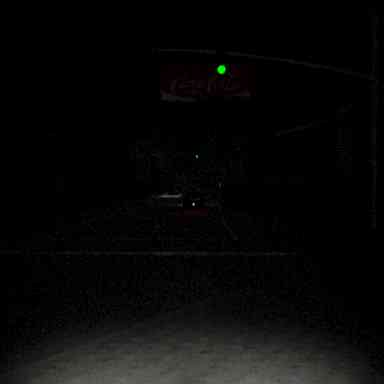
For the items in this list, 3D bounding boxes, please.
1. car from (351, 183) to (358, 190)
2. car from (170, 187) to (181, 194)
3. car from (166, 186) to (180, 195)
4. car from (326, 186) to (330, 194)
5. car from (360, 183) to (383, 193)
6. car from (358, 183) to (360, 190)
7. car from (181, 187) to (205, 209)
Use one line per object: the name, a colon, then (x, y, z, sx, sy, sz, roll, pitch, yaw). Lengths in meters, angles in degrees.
car: (38.241, -1.358, 81.897, 1.905, 1.878, 3.866, -1, 2, 0)
car: (-3.528, -0.424, 70.877, 2.033, 1.411, 5.357, -1, 2, 0)
car: (-3.536, -0.333, 60.553, 2.097, 1.767, 4.553, 0, 2, 0)
car: (22.427, -0.237, 56.007, 1.970, 1.475, 3.806, -1, 2, 0)
car: (34.821, -0.619, 63.805, 2.007, 1.523, 4.514, -1, 2, 0)
car: (41.146, -1.374, 82.318, 1.932, 1.855, 4.605, -1, 2, 0)
car: (0.114, 0.649, 29.459, 1.837, 1.490, 4.892, 0, 3, 0)
